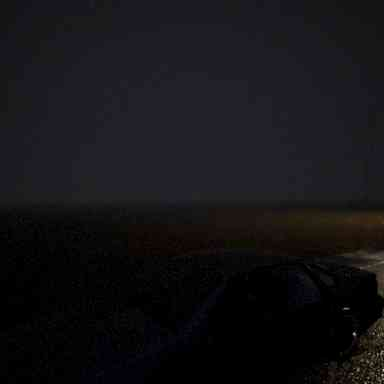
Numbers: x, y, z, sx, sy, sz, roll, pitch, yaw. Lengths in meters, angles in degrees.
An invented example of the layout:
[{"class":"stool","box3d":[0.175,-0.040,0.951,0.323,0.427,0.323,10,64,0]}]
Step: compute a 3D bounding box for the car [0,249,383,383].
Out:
[{"class":"car","box3d":[0.419,1.527,4.295,5.357,1.411,2.033,0,0,-35]}]
